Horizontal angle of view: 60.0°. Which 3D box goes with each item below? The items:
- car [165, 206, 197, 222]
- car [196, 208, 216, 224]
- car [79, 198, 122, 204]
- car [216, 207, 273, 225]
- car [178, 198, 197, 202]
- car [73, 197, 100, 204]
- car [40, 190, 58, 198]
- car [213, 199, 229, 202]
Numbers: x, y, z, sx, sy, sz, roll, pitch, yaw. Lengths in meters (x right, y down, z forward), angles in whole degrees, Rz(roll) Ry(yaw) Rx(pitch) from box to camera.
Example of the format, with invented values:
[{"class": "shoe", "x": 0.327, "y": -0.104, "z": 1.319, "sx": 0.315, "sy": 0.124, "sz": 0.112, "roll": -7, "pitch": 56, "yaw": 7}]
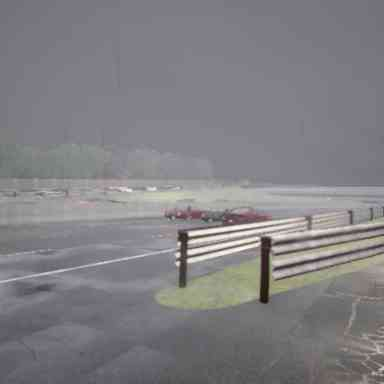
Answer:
[{"class": "car", "x": -0.200, "y": 1.873, "z": 29.124, "sx": 1.895, "sy": 1.301, "sz": 4.718, "roll": 1, "pitch": -1, "yaw": 36}, {"class": "car", "x": 2.712, "y": 1.917, "z": 27.176, "sx": 1.895, "sy": 1.301, "sz": 4.718, "roll": 1, "pitch": -1, "yaw": 36}, {"class": "car", "x": -9.023, "y": 1.645, "z": 35.171, "sx": 1.837, "sy": 1.490, "sz": 4.892, "roll": 1, "pitch": -1, "yaw": 36}, {"class": "car", "x": 3.955, "y": 1.788, "z": 23.109, "sx": 1.882, "sy": 1.535, "sz": 5.008, "roll": 1, "pitch": -1, "yaw": 36}, {"class": "car", "x": -0.920, "y": 1.884, "z": 58.072, "sx": 2.097, "sy": 1.767, "sz": 4.553, "roll": 1, "pitch": -1, "yaw": 36}, {"class": "car", "x": -12.818, "y": 1.466, "z": 41.843, "sx": 2.097, "sy": 1.767, "sz": 4.553, "roll": 1, "pitch": -1, "yaw": 36}, {"class": "car", "x": -26.040, "y": 0.284, "z": 58.976, "sx": 1.895, "sy": 1.301, "sz": 4.718, "roll": 1, "pitch": 2, "yaw": 24}, {"class": "car", "x": 4.544, "y": 1.938, "z": 53.692, "sx": 2.097, "sy": 1.767, "sz": 4.553, "roll": 1, "pitch": -1, "yaw": 36}]
